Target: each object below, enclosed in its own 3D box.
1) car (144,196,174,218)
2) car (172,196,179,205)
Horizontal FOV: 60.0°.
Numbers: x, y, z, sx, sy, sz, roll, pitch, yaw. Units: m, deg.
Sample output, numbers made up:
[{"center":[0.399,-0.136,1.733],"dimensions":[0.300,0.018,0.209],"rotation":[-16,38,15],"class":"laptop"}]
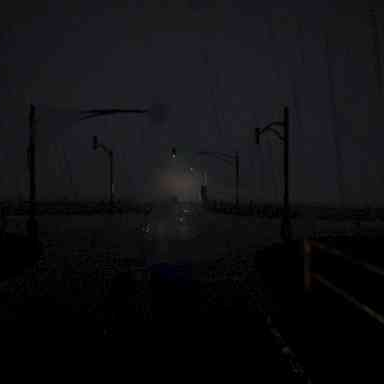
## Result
[{"center":[-3.016,1.406,28.880],"dimensions":[2.128,1.511,4.902],"rotation":[1,0,-1],"class":"car"},{"center":[-3.152,1.368,54.868],"dimensions":[1.812,1.442,4.674],"rotation":[0,0,0],"class":"car"}]
